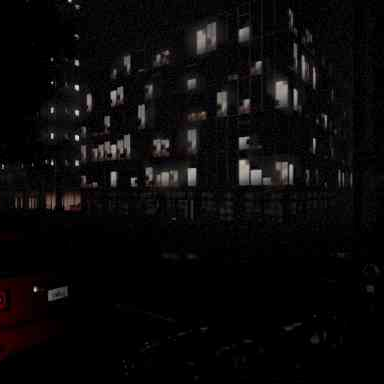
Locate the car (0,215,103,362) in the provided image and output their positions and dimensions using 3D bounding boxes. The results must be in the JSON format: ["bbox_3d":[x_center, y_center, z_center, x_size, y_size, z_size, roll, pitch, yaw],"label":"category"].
[{"bbox_3d":[-3.569,1.315,5.428,5.009,1.841,2.192,0,0,36],"label":"car"}]

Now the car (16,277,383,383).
[{"bbox_3d":[0.925,1.566,2.218,4.313,1.339,1.947,0,0,36],"label":"car"}]
